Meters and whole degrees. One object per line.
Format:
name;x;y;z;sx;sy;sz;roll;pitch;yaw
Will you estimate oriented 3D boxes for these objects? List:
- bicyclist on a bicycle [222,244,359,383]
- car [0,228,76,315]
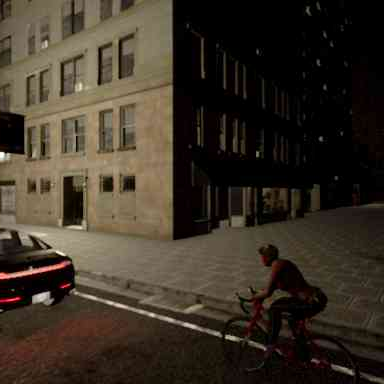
bicyclist on a bicycle;1.054;1.453;3.908;1.656;1.620;0.582;-1;0;35
car;-4.405;1.494;6.817;4.902;1.511;2.128;0;0;36
